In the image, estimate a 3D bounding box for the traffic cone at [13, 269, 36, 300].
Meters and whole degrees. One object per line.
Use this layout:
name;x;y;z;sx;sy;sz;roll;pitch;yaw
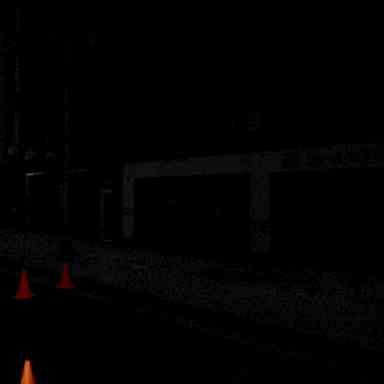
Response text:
traffic cone;-3.679;1.998;7.299;0.340;0.580;0.340;0;-1;36

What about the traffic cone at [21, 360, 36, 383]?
traffic cone;-1.639;1.977;3.320;0.340;0.580;0.340;0;-1;36

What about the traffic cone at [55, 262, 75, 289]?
traffic cone;-3.087;2.008;8.106;0.340;0.580;0.340;0;-1;36
